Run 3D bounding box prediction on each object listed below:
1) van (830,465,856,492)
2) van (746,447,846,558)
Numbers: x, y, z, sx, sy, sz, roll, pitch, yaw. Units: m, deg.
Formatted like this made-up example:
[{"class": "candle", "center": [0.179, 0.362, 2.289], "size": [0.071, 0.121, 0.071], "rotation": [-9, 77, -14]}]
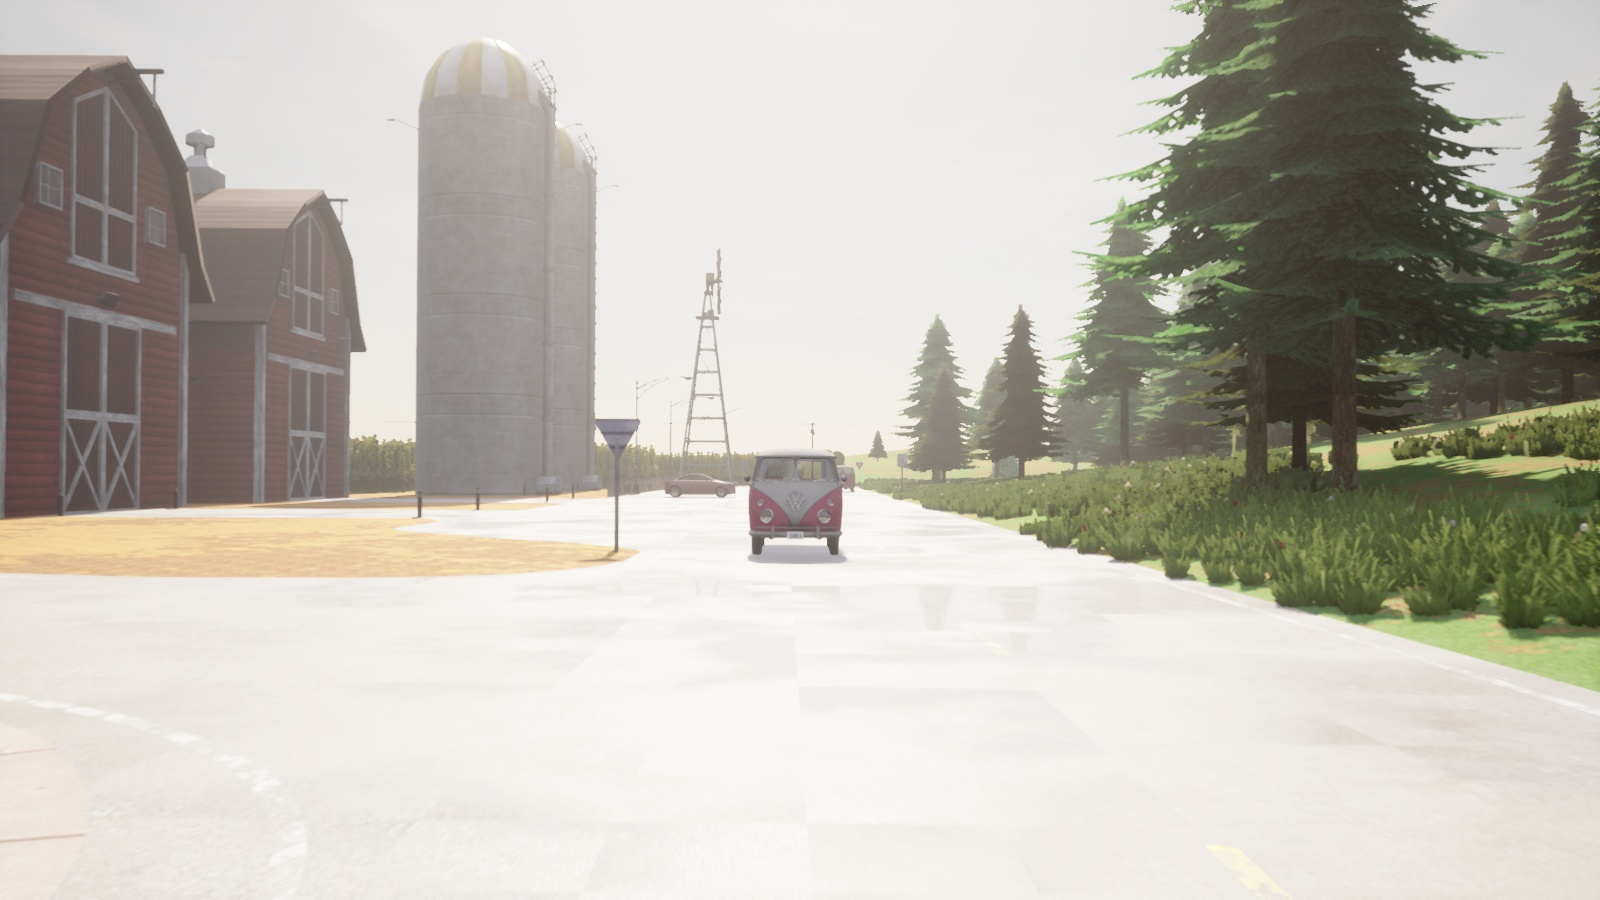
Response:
[{"class": "van", "center": [3.226, 2.146, 95.094], "size": [1.775, 1.987, 4.442], "rotation": [0, -1, 0]}, {"class": "van", "center": [-0.074, 0.984, 24.735], "size": [1.775, 1.987, 4.442], "rotation": [0, -1, 0]}]
